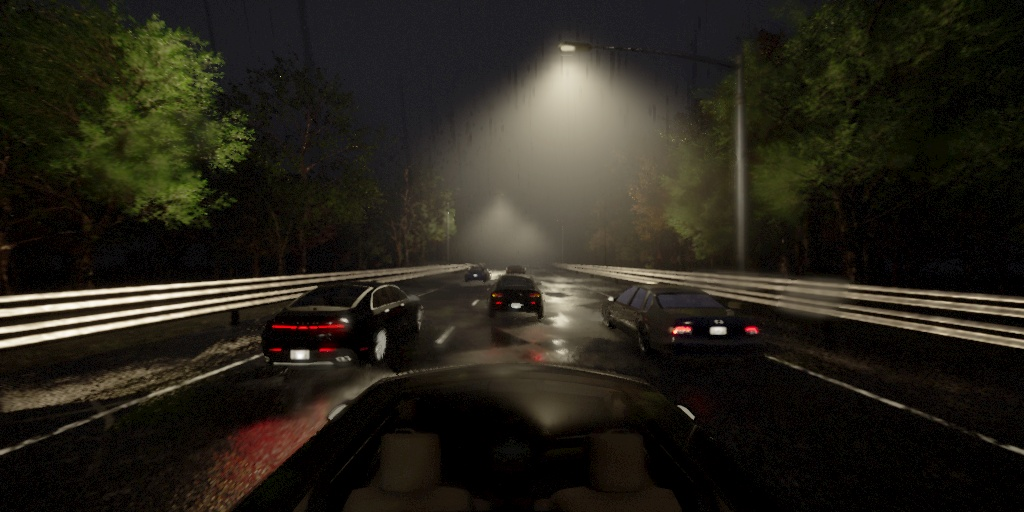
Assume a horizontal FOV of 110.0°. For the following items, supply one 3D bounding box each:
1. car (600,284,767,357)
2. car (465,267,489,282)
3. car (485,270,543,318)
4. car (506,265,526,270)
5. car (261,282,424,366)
[{"bbox_3d":[3.629,1.381,8.780,2.033,1.411,5.357,0,-1,1],"label":"car"},{"bbox_3d":[-3.142,1.680,33.248,1.994,1.385,4.181,0,-1,1],"label":"car"},{"bbox_3d":[0.146,1.414,13.603,1.812,1.442,4.674,0,0,0],"label":"car"},{"bbox_3d":[0.397,1.621,35.706,1.882,1.535,5.008,0,0,1],"label":"car"},{"bbox_3d":[-3.380,1.332,8.154,1.837,1.490,4.892,0,0,0],"label":"car"}]
